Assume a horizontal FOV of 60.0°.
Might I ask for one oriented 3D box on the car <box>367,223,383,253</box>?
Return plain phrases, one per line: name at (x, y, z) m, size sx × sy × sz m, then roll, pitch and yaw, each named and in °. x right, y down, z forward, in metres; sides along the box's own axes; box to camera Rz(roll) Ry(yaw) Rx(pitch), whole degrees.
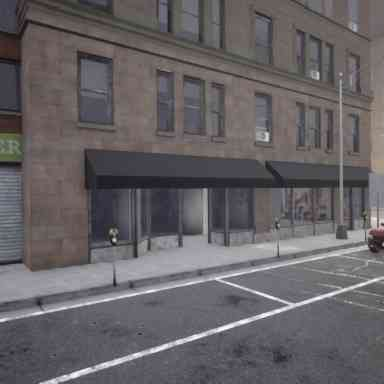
car at (8.377, 1.540, 12.566) m, size 4.507 × 1.381 × 1.887 m, roll 0°, pitch -1°, yaw -36°
